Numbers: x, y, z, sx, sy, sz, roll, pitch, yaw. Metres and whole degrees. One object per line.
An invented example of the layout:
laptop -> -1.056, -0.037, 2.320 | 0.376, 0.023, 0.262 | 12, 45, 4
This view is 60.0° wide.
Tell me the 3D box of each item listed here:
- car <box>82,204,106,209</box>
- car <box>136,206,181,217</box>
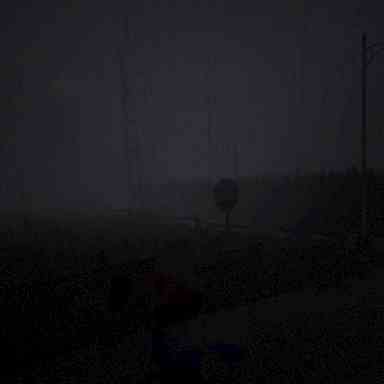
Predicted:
car -> -12.095, 1.605, 40.760 | 1.895, 1.301, 4.718 | 1, 0, -36
car -> -2.878, 1.876, 27.779 | 1.895, 1.301, 4.718 | 1, -1, -36
